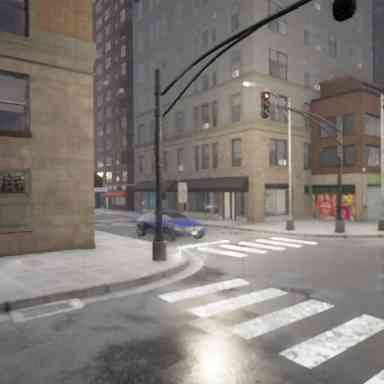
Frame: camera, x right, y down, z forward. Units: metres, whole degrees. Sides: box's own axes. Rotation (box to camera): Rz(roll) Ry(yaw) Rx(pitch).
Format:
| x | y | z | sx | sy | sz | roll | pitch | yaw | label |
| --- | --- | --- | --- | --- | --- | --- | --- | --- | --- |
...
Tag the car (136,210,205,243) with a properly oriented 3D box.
| x | y | z | sx | sy | sz | roll | pitch | yaw | label |
| --- | --- | --- | --- | --- | --- | --- | --- | --- | --- |
| -1.299 | 1.675 | 17.307 | 1.812 | 1.442 | 4.674 | -1 | 0 | -37 | car |
